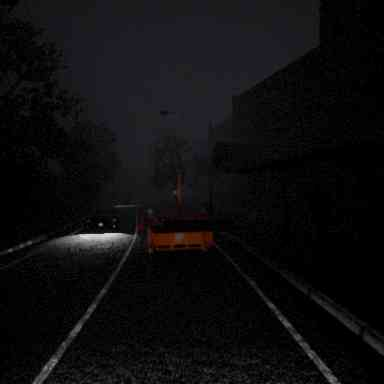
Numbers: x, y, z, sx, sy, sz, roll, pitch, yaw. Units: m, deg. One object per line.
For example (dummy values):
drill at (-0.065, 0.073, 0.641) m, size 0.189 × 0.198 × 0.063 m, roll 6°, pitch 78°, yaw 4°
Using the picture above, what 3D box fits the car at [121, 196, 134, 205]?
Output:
car at (-11.835, 1.469, 61.037) m, size 2.097 × 1.767 × 4.553 m, roll -1°, pitch 0°, yaw -9°

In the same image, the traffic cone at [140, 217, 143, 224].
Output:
traffic cone at (-2.993, 1.968, 19.789) m, size 0.340 × 0.580 × 0.340 m, roll -1°, pitch 0°, yaw -7°

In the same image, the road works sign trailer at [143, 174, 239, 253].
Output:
road works sign trailer at (-0.189, 0.799, 10.632) m, size 2.380 × 2.880 × 3.560 m, roll 0°, pitch 0°, yaw -11°

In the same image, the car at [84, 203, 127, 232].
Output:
car at (-5.300, 1.612, 20.337) m, size 1.994 × 1.385 × 4.181 m, roll -1°, pitch 0°, yaw -8°
